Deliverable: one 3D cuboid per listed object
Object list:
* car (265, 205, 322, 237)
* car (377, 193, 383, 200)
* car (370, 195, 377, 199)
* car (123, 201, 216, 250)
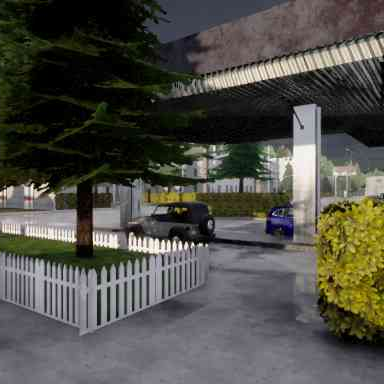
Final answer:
[{"bbox_3d":[5.896,1.480,15.932,4.611,1.667,2.242,0,0,35],"label":"car"},{"bbox_3d":[25.852,1.077,43.466,1.905,1.878,3.866,0,0,35],"label":"car"},{"bbox_3d":[33.116,1.298,60.206,2.007,1.523,4.514,0,0,35],"label":"car"},{"bbox_3d":[-0.905,1.313,13.783,3.866,1.878,1.905,0,0,35],"label":"car"}]
